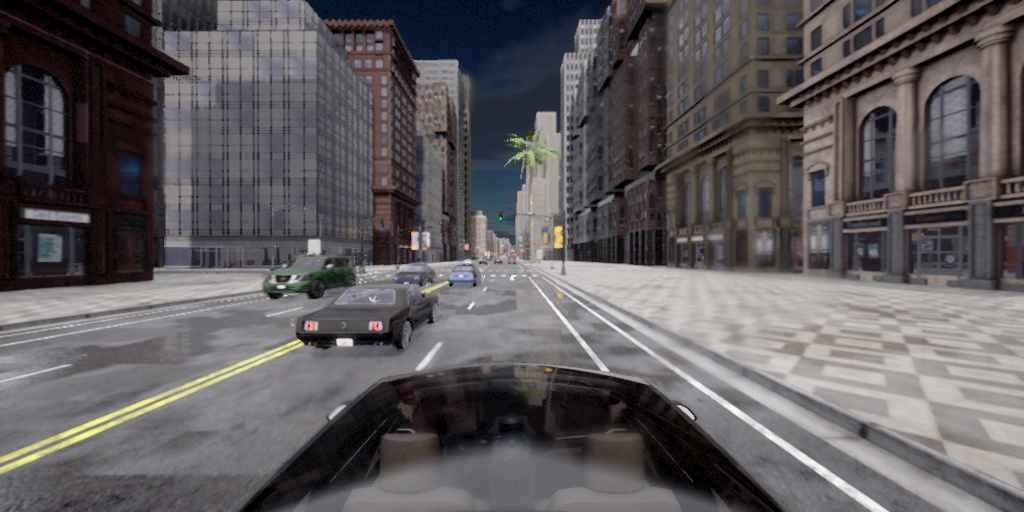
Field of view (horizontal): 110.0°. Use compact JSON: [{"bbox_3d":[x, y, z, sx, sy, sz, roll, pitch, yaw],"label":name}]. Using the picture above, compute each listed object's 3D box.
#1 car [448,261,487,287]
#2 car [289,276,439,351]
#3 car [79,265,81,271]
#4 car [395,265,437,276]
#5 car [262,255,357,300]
[{"bbox_3d":[-3.151,1.298,24.717,2.033,1.411,5.357,0,0,0],"label":"car"},{"bbox_3d":[-3.150,1.350,8.996,1.895,1.301,4.718,0,0,0],"label":"car"},{"bbox_3d":[-48.571,1.444,40.958,4.181,1.385,1.994,0,0,1],"label":"car"},{"bbox_3d":[-6.571,1.300,24.852,2.033,1.411,5.357,0,0,0],"label":"car"},{"bbox_3d":[-9.846,0.975,18.072,2.150,2.045,5.566,0,0,0],"label":"car"}]
